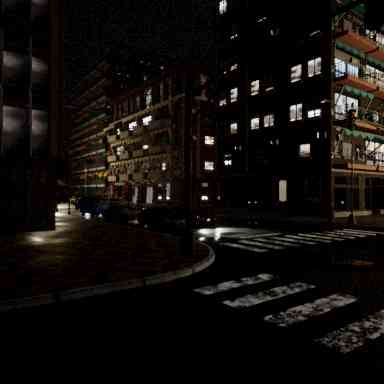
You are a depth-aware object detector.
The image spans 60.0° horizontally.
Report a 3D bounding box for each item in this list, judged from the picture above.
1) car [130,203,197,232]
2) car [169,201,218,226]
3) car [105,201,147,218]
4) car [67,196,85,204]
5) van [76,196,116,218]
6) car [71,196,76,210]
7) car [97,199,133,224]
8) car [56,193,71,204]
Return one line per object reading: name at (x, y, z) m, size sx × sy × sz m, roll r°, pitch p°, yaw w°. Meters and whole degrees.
car at (-1.803, 1.525, 19.755) m, size 1.802 × 1.307 × 4.206 m, roll 0°, pitch 0°, yaw -36°
car at (-0.146, 1.517, 21.878) m, size 1.994 × 1.385 × 4.181 m, roll 0°, pitch 0°, yaw -36°
car at (-6.048, 1.537, 30.092) m, size 1.895 × 1.301 × 4.718 m, roll 0°, pitch 0°, yaw -36°
car at (-21.553, 1.446, 61.570) m, size 1.752 × 1.417 × 4.829 m, roll 0°, pitch 0°, yaw -36°
van at (-8.415, 1.265, 28.952) m, size 1.690 × 1.788 × 3.998 m, roll 0°, pitch 0°, yaw -36°
car at (-12.120, 1.427, 38.556) m, size 1.837 × 1.490 × 4.892 m, roll 0°, pitch 0°, yaw -35°
car at (-5.009, 1.458, 24.215) m, size 1.752 × 1.417 × 4.829 m, roll 0°, pitch 0°, yaw -36°
car at (-23.689, 1.125, 60.104) m, size 2.150 × 2.045 × 5.566 m, roll 0°, pitch -1°, yaw -36°
